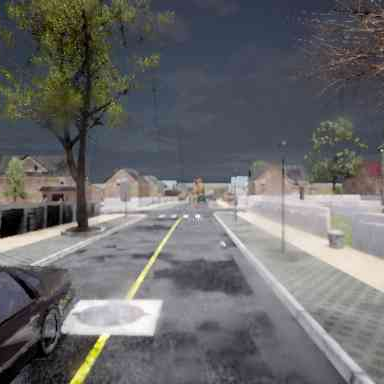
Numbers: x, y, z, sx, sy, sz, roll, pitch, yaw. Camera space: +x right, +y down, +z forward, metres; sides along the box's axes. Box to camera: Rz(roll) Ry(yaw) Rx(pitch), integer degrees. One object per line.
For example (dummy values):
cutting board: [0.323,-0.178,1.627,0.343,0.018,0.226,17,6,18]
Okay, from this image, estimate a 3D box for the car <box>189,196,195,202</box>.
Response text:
car: [0.106,1.890,92.440,2.128,1.511,4.902,0,-1,3]

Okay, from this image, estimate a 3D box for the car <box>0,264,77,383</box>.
car: [-2.837,1.553,3.274,2.033,1.411,5.357,0,0,0]

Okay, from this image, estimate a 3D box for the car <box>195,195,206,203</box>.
car: [2.510,1.874,86.483,2.150,2.045,5.566,0,-1,3]
